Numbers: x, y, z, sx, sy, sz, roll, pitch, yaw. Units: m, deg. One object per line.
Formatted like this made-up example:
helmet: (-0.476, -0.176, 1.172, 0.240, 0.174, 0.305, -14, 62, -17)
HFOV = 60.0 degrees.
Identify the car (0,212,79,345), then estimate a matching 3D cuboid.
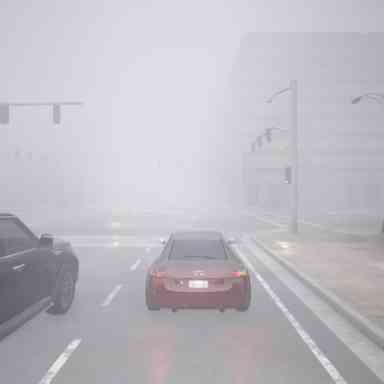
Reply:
car: (-3.395, 1.221, 4.436, 2.150, 2.045, 5.566, 0, 0, 1)

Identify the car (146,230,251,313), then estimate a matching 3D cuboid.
car: (0.115, 1.564, 7.761, 1.994, 1.385, 4.181, 0, 0, 0)
